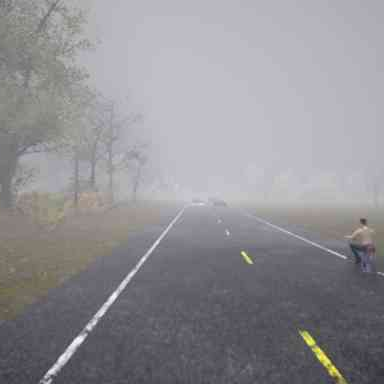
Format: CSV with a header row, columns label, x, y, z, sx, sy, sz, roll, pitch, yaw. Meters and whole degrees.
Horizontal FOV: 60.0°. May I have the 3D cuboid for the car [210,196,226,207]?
label,x,y,z,sx,sy,sz,roll,pitch,yaw
car,4.412,1.685,53.787,1.895,1.301,4.718,1,0,1

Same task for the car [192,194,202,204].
label,x,y,z,sx,sy,sz,roll,pitch,yaw
car,1.029,1.650,67.811,1.895,1.301,4.718,1,0,1

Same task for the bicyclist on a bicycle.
label,x,y,z,sx,sy,sz,roll,pitch,yaw
bicyclist on a bicycle,4.558,1.493,8.966,0.866,1.612,1.509,1,0,1

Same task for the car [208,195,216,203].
label,x,y,z,sx,sy,sz,roll,pitch,yaw
car,4.592,1.449,71.719,2.097,1.767,4.553,1,0,1
